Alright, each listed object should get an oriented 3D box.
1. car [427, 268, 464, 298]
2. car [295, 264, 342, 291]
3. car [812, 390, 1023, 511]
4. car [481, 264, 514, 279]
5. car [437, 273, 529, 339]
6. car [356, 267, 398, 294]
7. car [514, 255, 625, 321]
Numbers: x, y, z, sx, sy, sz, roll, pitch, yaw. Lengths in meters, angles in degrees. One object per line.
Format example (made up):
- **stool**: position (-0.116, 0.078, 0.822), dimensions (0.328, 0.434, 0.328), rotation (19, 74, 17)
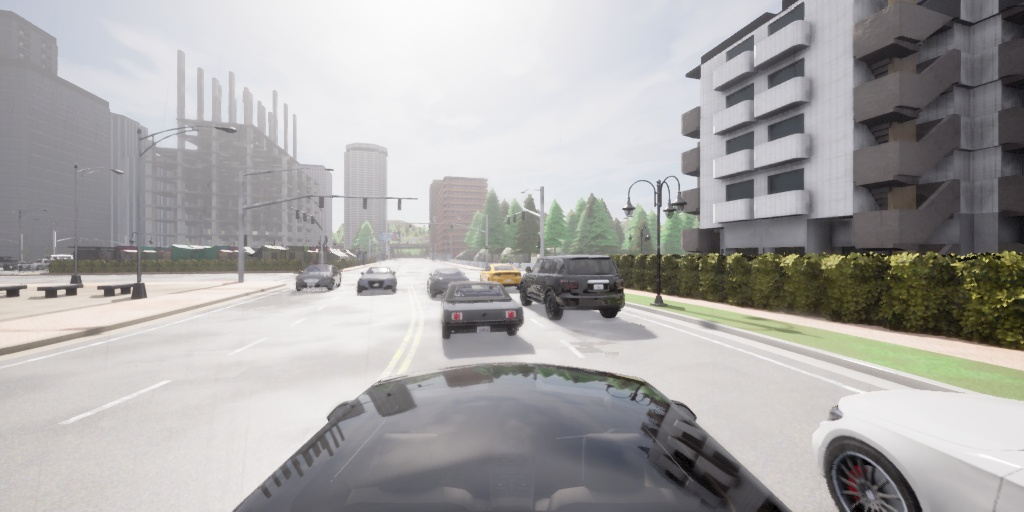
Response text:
- **car**: position (-3.328, 1.314, 18.641), dimensions (1.994, 1.385, 4.181), rotation (0, 0, -16)
- **car**: position (-11.644, 1.278, 21.826), dimensions (2.128, 1.511, 4.902), rotation (0, 0, -17)
- **car**: position (3.313, 1.276, 0.910), dimensions (1.812, 1.442, 4.674), rotation (0, 0, 1)
- **car**: position (-0.799, 1.228, 22.388), dimensions (1.882, 1.535, 5.008), rotation (0, 0, -14)
- **car**: position (-1.078, 1.351, 10.157), dimensions (1.895, 1.301, 4.718), rotation (0, 0, -12)
- **car**: position (-7.549, 1.314, 20.333), dimensions (1.994, 1.385, 4.181), rotation (0, 0, -17)
- **car**: position (1.858, 0.971, 12.799), dimensions (2.150, 2.045, 5.566), rotation (0, 0, -13)
